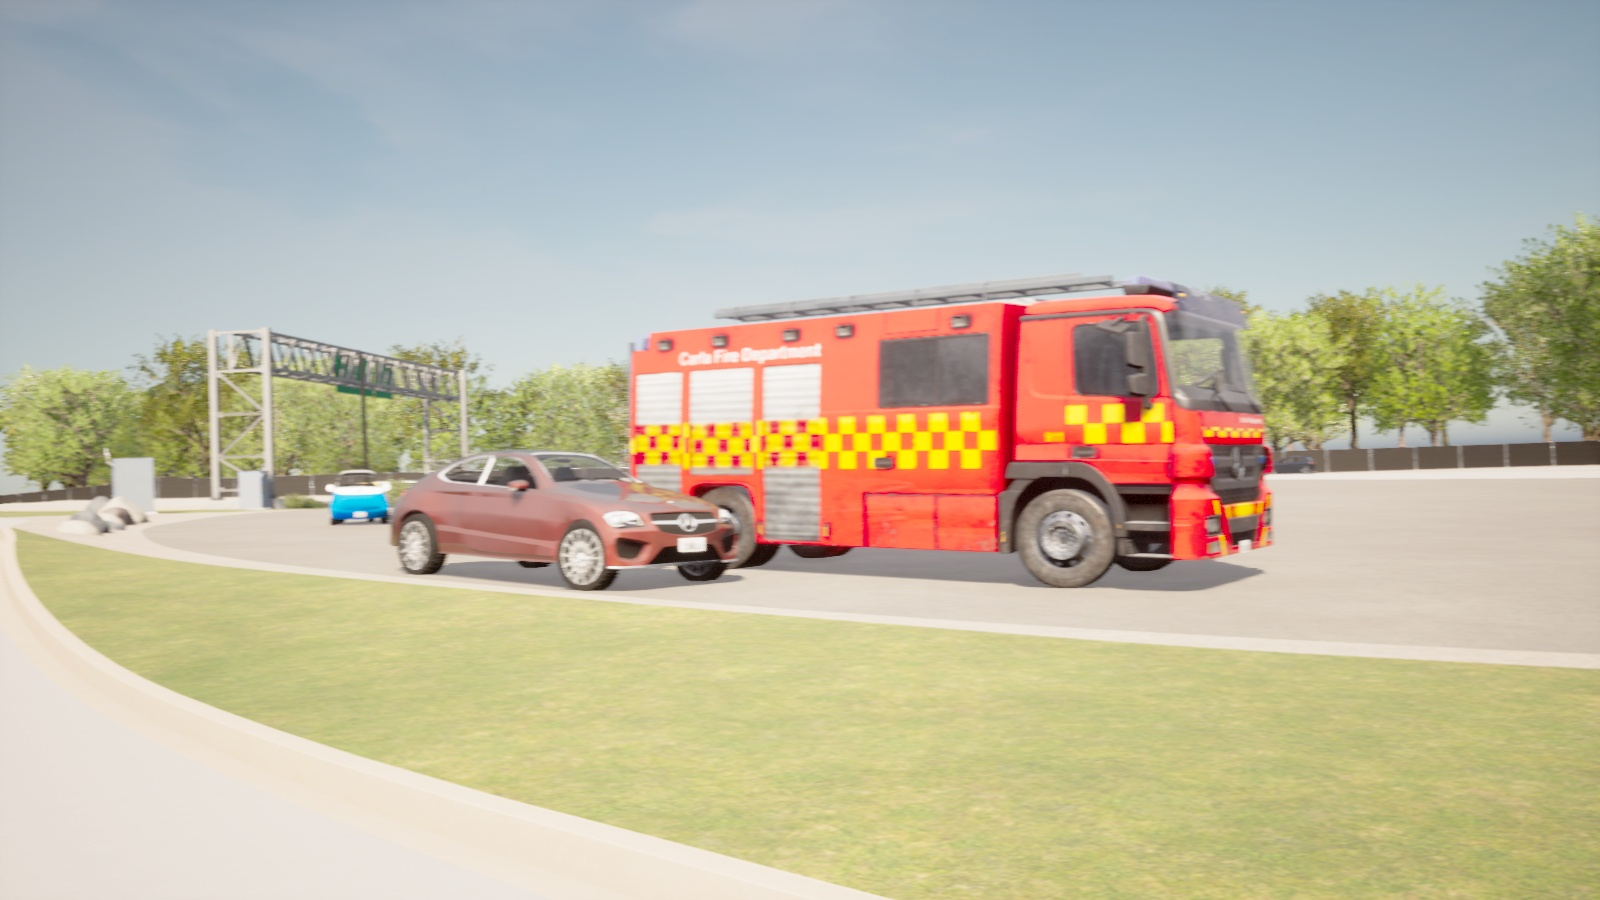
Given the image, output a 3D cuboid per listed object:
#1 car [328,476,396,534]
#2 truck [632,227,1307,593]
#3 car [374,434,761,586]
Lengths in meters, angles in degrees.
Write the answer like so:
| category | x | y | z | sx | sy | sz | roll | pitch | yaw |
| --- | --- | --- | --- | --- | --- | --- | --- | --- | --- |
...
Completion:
| category | x | y | z | sx | sy | sz | roll | pitch | yaw |
| --- | --- | --- | --- | --- | --- | --- | --- | --- | --- |
| car | -11.205 | 1.397 | 32.084 | 1.481 | 1.376 | 2.207 | -2 | -1 | -22 |
| truck | 1.910 | -0.333 | 16.787 | 8.468 | 3.827 | 2.891 | -2 | 0 | 36 |
| car | -3.098 | 0.718 | 16.047 | 5.027 | 1.651 | 2.152 | -2 | -2 | 40 |
